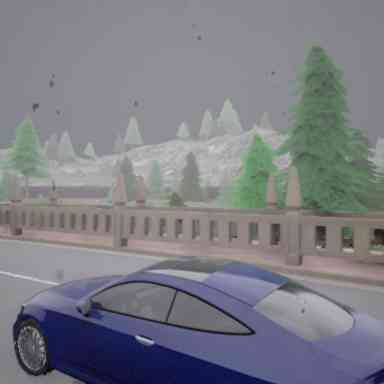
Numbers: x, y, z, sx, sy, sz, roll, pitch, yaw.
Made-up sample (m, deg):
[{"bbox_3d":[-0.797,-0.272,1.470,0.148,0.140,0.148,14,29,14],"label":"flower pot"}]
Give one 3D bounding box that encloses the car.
[{"bbox_3d":[-0.161,1.509,3.873,4.674,1.442,1.812,0,0,34],"label":"car"}]
